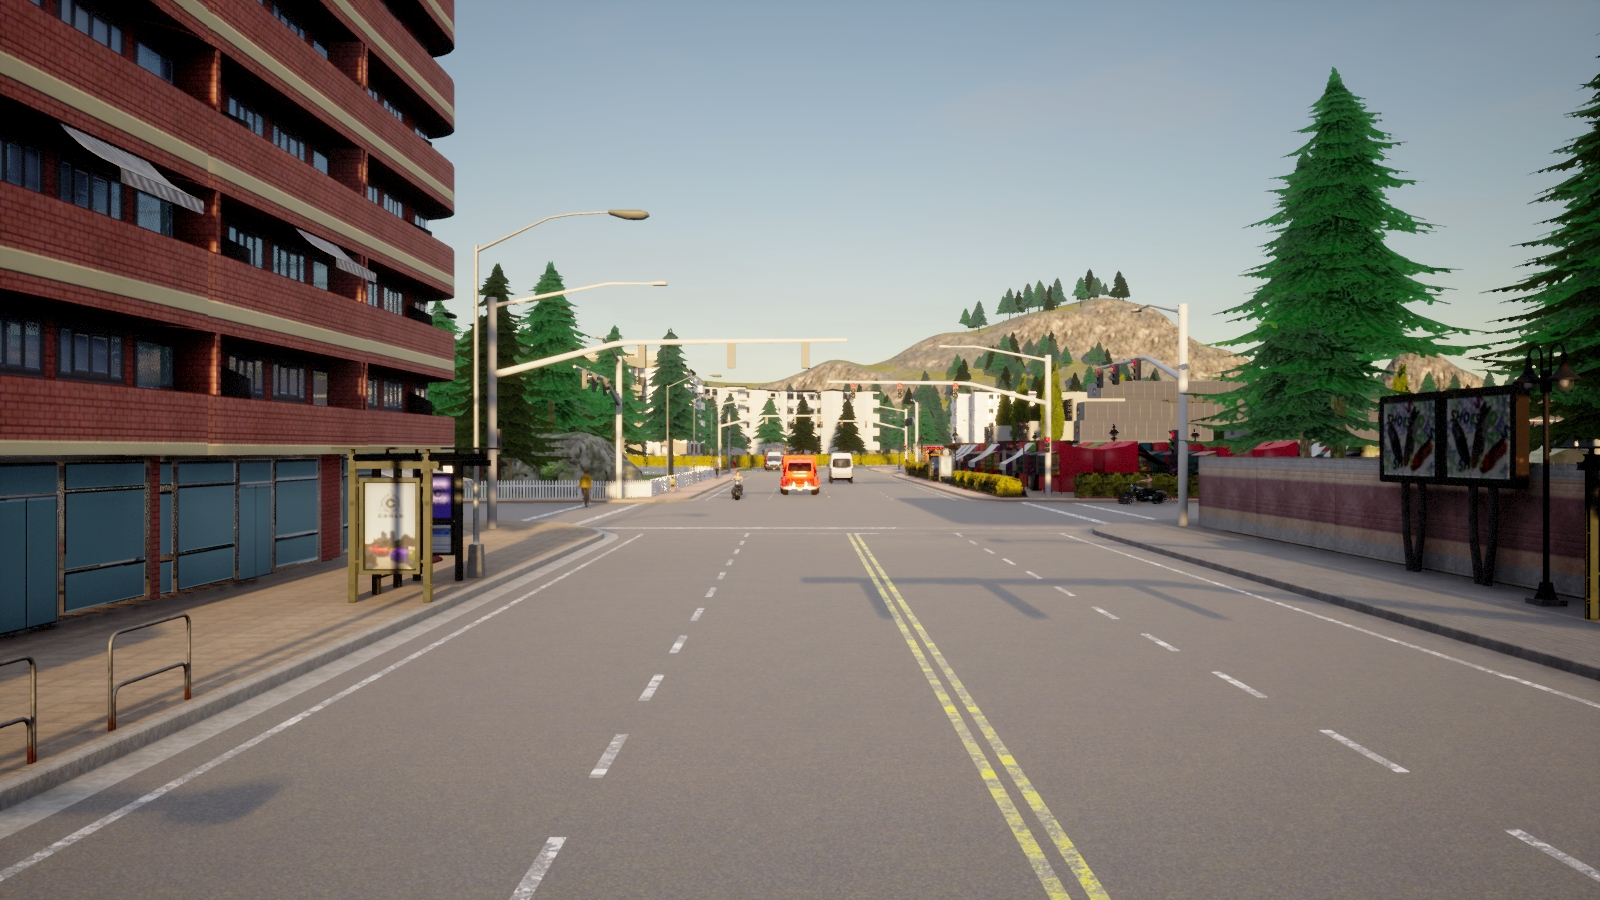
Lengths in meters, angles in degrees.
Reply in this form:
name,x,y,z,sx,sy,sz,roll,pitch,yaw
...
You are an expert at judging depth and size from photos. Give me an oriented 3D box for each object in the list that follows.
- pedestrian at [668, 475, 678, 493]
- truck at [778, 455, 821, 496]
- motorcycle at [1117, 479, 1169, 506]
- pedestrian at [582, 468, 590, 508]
name,x,y,z,sx,sy,sz,roll,pitch,yaw
pedestrian,-7.729,2.079,69.552,0.500,1.100,0.500,0,0,0
truck,-0.006,1.572,72.542,2.627,2.467,5.204,0,0,0
motorcycle,17.003,2.103,56.685,2.356,1.307,0.764,0,0,0
pedestrian,-10.157,1.795,54.227,0.375,1.860,0.375,0,0,-7
